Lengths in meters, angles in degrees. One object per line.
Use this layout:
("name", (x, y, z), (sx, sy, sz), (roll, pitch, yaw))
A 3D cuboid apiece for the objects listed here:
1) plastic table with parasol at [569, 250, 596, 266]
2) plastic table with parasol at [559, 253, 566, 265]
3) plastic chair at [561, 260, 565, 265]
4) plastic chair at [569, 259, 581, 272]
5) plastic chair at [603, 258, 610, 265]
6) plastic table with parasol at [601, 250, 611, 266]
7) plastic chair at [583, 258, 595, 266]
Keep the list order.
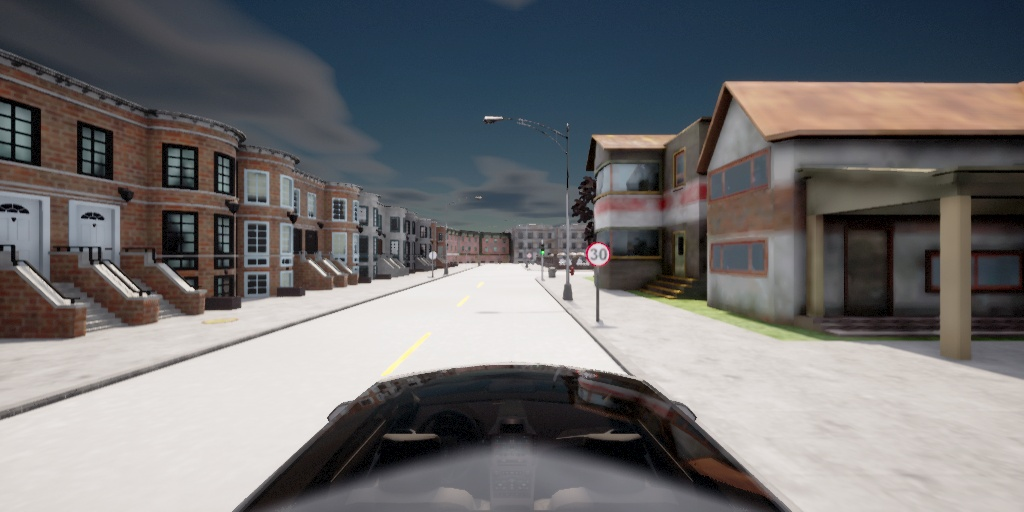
("plastic table with parasol", (10.064, 0.710, 52.149), (2.482, 2.480, 2.482), (0, 0, -40))
("plastic table with parasol", (9.622, 0.675, 56.638), (2.482, 2.480, 2.482), (0, 0, -40))
("plastic chair", (8.592, 1.276, 55.894), (0.730, 1.272, 0.750), (0, 0, -40))
("plastic chair", (9.033, 1.314, 51.404), (0.730, 1.272, 0.750), (0, 0, -40))
("plastic chair", (14.263, 1.296, 52.406), (0.730, 1.272, 0.750), (0, 0, -40))
("plastic table with parasol", (15.293, 0.680, 53.150), (2.482, 2.480, 2.482), (0, 0, -40))
("plastic chair", (10.966, 1.314, 51.175), (0.750, 1.272, 0.730), (0, 0, -35))
